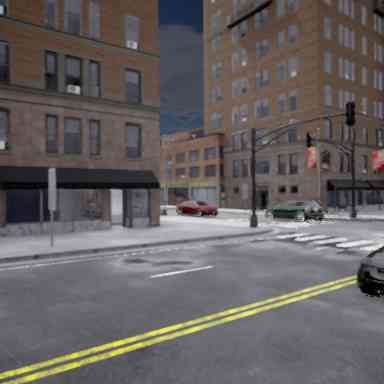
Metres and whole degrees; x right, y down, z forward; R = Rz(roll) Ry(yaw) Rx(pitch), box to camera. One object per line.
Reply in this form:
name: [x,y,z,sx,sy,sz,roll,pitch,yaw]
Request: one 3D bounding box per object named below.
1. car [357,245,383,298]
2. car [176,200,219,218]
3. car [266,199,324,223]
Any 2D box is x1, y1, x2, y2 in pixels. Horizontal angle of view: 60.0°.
car: [5.506,1.558,7.455,4.181,1.385,1.994,0,0,-38]
car: [0.443,1.544,31.350,1.882,1.535,5.008,-1,0,-36]
car: [7.952,1.362,26.207,2.097,1.767,4.553,-1,0,-33]
